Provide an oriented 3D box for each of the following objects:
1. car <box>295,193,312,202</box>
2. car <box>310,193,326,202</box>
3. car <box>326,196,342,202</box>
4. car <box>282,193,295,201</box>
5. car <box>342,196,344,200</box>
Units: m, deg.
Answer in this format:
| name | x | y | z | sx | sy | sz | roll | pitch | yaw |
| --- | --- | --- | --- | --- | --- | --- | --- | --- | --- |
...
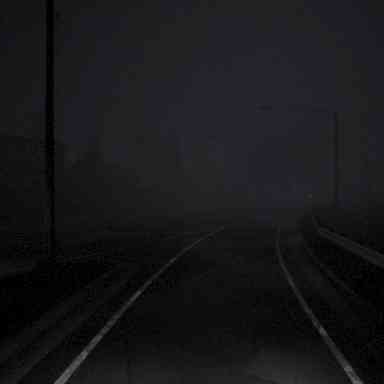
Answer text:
| name | x | y | z | sx | sy | sz | roll | pitch | yaw |
| --- | --- | --- | --- | --- | --- | --- | --- | --- | --- |
| car | 27.609 | 1.456 | 82.269 | 2.097 | 1.767 | 4.553 | 0 | 0 | 30 |
| car | 30.641 | 1.634 | 80.522 | 1.812 | 1.442 | 4.674 | 0 | 0 | 30 |
| car | 33.674 | 1.715 | 78.775 | 1.895 | 1.301 | 4.718 | 0 | 0 | 30 |
| car | 24.411 | 1.316 | 83.735 | 2.150 | 2.045 | 5.566 | 0 | 0 | 30 |
| car | 38.741 | 1.604 | 87.399 | 1.895 | 1.301 | 4.718 | 0 | 0 | 30 |
